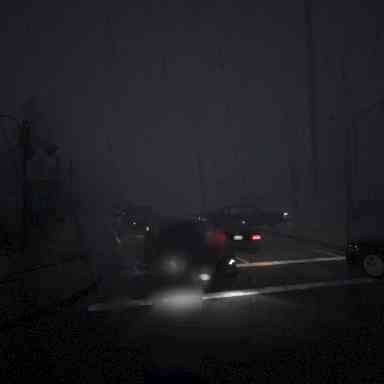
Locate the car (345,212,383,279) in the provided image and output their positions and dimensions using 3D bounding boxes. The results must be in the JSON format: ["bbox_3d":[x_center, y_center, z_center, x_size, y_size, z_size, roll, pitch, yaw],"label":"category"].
[{"bbox_3d":[6.527,1.475,8.231,5.008,1.535,1.882,0,0,39],"label":"car"}]

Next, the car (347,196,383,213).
[{"bbox_3d":[15.610,1.356,29.180,1.970,1.475,3.806,0,0,-17],"label":"car"}]

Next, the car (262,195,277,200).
[{"bbox_3d":[10.378,1.278,47.098,2.152,1.636,5.027,0,0,-17],"label":"car"}]

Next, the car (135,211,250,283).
[{"bbox_3d":[-0.371,1.543,10.104,2.033,1.411,5.357,0,0,-15],"label":"car"}]

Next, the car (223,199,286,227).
[{"bbox_3d":[2.852,1.467,19.896,5.357,1.411,2.033,-3,1,-15],"label":"car"}]

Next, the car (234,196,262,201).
[{"bbox_3d":[7.389,1.288,46.145,2.007,1.523,4.514,0,0,-17],"label":"car"}]

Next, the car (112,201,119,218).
[{"bbox_3d":[-6.246,1.515,30.096,2.033,1.411,5.357,0,0,-17],"label":"car"}]

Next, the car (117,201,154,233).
[{"bbox_3d":[-3.095,1.529,19.941,2.033,1.411,5.357,0,0,-17],"label":"car"}]

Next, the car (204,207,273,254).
[{"bbox_3d":[1.352,1.538,13.388,2.033,1.411,5.357,0,0,-4],"label":"car"}]

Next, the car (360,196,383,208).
[{"bbox_3d":[23.932,1.274,43.159,1.845,1.501,3.633,0,0,-17],"label":"car"}]
